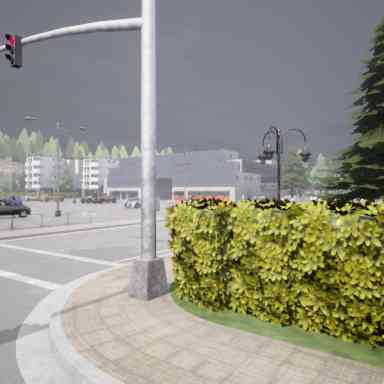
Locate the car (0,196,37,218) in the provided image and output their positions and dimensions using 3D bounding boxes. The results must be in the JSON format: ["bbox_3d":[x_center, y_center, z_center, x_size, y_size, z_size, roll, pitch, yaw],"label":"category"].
[{"bbox_3d":[-15.235,1.340,26.386,2.007,1.523,4.514,0,0,35],"label":"car"}]

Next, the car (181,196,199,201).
[{"bbox_3d":[-0.269,1.374,47.688,1.845,1.501,3.633,0,0,35],"label":"car"}]

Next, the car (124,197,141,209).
[{"bbox_3d":[-6.975,1.384,43.332,1.970,1.475,3.806,0,0,35],"label":"car"}]

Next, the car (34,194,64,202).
[{"bbox_3d":[-28.473,1.153,67.182,2.152,1.636,5.027,0,0,35],"label":"car"}]

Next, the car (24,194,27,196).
[{"bbox_3d":[-23.108,1.320,41.238,1.845,1.501,3.633,0,0,35],"label":"car"}]

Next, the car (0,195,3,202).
[{"bbox_3d":[-40.959,1.298,66.949,2.007,1.523,4.514,0,0,35],"label":"car"}]

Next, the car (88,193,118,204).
[{"bbox_3d":[-15.392,1.097,58.489,1.932,1.855,4.605,0,0,35],"label":"car"}]

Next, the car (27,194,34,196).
[{"bbox_3d":[-33.909,1.232,70.609,1.970,1.475,3.806,0,0,35],"label":"car"}]

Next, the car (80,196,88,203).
[{"bbox_3d":[-18.006,1.077,59.823,1.905,1.878,3.866,0,0,35],"label":"car"}]
